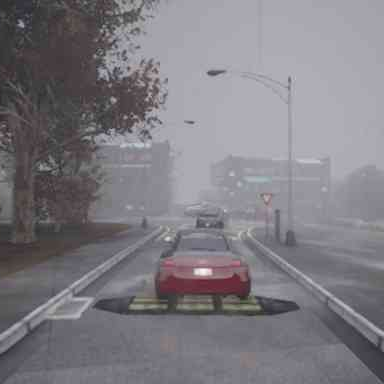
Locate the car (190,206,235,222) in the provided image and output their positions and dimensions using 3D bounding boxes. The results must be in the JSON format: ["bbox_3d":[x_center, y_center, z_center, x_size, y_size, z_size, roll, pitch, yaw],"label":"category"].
[{"bbox_3d":[1.606,2.006,24.199,2.128,1.511,4.902,0,-2,13],"label":"car"}]

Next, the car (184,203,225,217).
[{"bbox_3d":[1.474,2.432,40.323,4.902,1.511,2.128,2,-2,-9],"label":"car"}]

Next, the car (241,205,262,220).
[{"bbox_3d":[7.081,2.846,46.666,2.185,1.767,4.553,6,-3,-31],"label":"car"}]

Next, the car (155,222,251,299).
[{"bbox_3d":[0.232,1.612,8.377,1.994,1.385,4.181,0,-3,1],"label":"car"}]

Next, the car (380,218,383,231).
[{"bbox_3d":[28.909,4.739,45.540,4.553,1.767,2.097,6,-2,-10],"label":"car"}]

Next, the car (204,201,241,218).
[{"bbox_3d":[4.116,2.598,46.122,2.185,1.767,4.553,4,-3,-32],"label":"car"}]

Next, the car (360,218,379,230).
[{"bbox_3d":[24.804,4.734,50.086,2.002,1.452,4.674,7,-4,-30],"label":"car"}]

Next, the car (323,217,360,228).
[{"bbox_3d":[21.842,4.447,49.527,2.002,1.452,4.674,6,-3,-30],"label":"car"}]

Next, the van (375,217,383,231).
[{"bbox_3d":[30.814,5.042,51.077,1.878,1.987,4.442,7,-4,-30],"label":"van"}]

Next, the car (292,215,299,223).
[{"bbox_3d":[12.892,3.546,48.013,1.946,1.575,5.366,6,-3,-31],"label":"car"}]

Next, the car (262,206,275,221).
[{"bbox_3d":[10.069,3.011,47.270,2.435,2.045,5.566,7,-4,-31],"label":"car"}]
